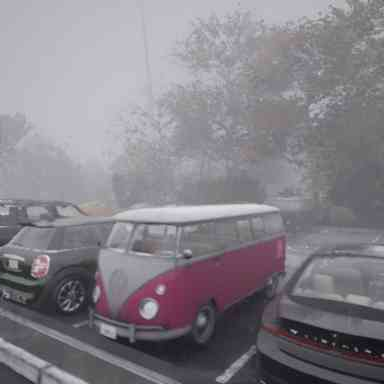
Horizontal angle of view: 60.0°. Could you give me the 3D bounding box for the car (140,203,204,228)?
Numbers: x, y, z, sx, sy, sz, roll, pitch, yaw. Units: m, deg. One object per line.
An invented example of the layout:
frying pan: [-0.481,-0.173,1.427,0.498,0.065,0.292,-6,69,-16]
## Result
car: [-1.288,1.546,23.429,2.002,1.452,4.674,0,0,36]

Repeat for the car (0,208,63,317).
car: [-2.054,1.350,7.869,2.185,1.767,4.553,0,0,35]

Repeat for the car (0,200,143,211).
car: [-4.300,1.232,9.543,2.435,2.045,5.566,0,0,35]

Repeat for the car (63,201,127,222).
car: [-8.092,1.562,28.277,2.097,1.535,5.008,-1,0,36]

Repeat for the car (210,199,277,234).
car: [3.226,1.359,20.169,2.185,1.767,4.553,0,0,35]

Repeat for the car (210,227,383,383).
car: [2.530,1.468,4.637,2.231,1.521,4.892,0,0,35]

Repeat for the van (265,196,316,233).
van: [5.575,1.251,18.675,1.878,1.987,4.442,0,0,35]

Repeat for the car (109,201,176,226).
car: [-3.555,1.520,25.050,2.097,1.535,5.008,-1,0,36]

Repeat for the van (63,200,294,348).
van: [0.181,1.246,6.173,1.878,1.987,4.442,0,0,35]
